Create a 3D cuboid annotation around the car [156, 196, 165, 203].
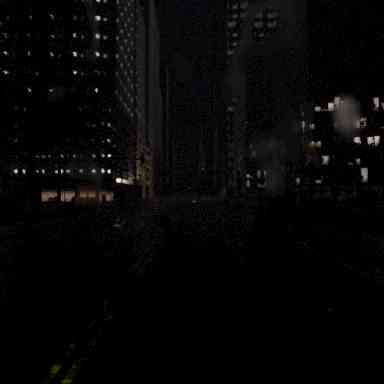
[{"bbox_3d":[-7.299,1.746,78.177,1.812,1.442,4.674,0,0,-1],"label":"car"}]
